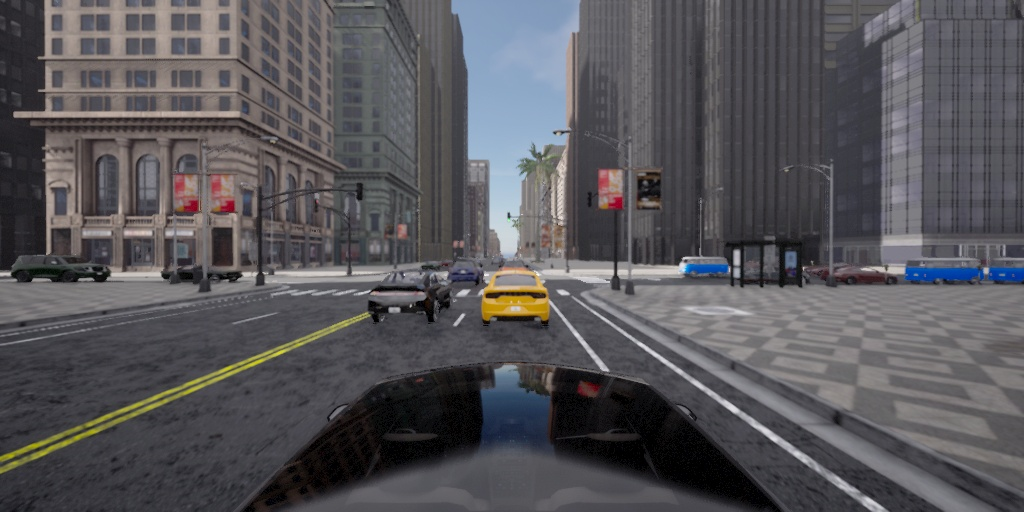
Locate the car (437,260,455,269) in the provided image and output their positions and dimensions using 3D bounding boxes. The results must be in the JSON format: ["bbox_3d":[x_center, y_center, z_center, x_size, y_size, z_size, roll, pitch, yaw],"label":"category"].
[{"bbox_3d":[-9.821,1.211,53.707,1.895,1.301,4.718,0,0,0],"label":"car"}]

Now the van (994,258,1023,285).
[{"bbox_3d":[34.108,1.019,23.605,3.998,1.789,1.690,0,0,0],"label":"van"}]

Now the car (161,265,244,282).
[{"bbox_3d":[-22.583,1.308,26.306,4.718,1.301,1.895,0,0,0],"label":"car"}]

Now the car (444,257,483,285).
[{"bbox_3d":[-3.146,1.037,25.216,2.097,1.767,4.553,0,0,0],"label":"car"}]

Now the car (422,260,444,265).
[{"bbox_3d":[-9.839,1.238,43.726,1.895,1.301,4.718,0,0,-3],"label":"car"}]

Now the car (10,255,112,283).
[{"bbox_3d":[-33.056,0.940,26.361,5.566,2.045,2.150,0,0,0],"label":"car"}]

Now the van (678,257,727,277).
[{"bbox_3d":[17.073,0.981,32.128,3.998,1.789,1.690,0,0,0],"label":"van"}]

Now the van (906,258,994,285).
[{"bbox_3d":[28.431,1.021,23.604,3.998,1.789,1.690,0,0,0],"label":"van"}]

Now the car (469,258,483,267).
[{"bbox_3d":[-6.488,1.129,64.599,2.033,1.411,5.357,0,0,0],"label":"car"}]

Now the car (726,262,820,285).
[{"bbox_3d":[17.075,1.239,23.603,4.403,1.370,2.007,0,0,0],"label":"car"}]

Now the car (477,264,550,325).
[{"bbox_3d":[0.110,1.200,11.700,1.882,1.535,5.008,0,0,0],"label":"car"}]

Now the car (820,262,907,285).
[{"bbox_3d":[22.753,1.266,23.603,4.207,1.307,1.802,0,0,0],"label":"car"}]

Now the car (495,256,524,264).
[{"bbox_3d":[0.105,1.037,25.255,2.097,1.767,4.553,0,0,0],"label":"car"}]

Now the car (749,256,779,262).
[{"bbox_3d":[22.750,0.951,32.128,5.009,1.841,2.192,0,0,0],"label":"car"}]

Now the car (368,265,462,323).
[{"bbox_3d":[-3.157,1.214,11.955,2.128,1.511,4.902,0,0,-1],"label":"car"}]
